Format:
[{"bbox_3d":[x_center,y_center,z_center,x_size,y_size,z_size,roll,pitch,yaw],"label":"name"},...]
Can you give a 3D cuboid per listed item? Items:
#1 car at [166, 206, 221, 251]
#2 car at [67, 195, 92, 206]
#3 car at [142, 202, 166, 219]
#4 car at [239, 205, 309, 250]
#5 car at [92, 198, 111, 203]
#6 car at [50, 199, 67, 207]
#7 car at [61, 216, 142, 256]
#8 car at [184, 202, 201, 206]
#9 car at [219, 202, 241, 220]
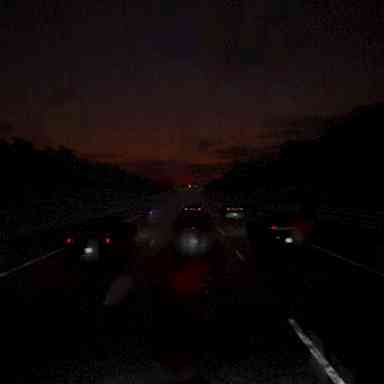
[{"bbox_3d":[0.068,1.578,14.552,1.837,1.490,4.892,0,0,0],"label":"car"},{"bbox_3d":[-17.573,1.504,53.504,2.150,2.045,5.566,0,0,0],"label":"car"},{"bbox_3d":[-3.429,1.682,30.802,1.812,1.442,4.674,0,0,0],"label":"car"},{"bbox_3d":[3.569,1.564,14.612,2.128,1.511,4.902,0,0,0],"label":"car"},{"bbox_3d":[-14.077,1.846,53.524,1.994,1.385,4.181,0,0,0],"label":"car"},{"bbox_3d":[-21.070,1.845,53.179,1.994,1.385,4.181,0,0,0],"label":"car"},{"bbox_3d":[-3.439,1.667,13.381,1.895,1.301,4.718,0,0,0],"label":"car"},{"bbox_3d":[0.065,1.643,29.812,2.128,1.511,4.902,0,0,0],"label":"car"},{"bbox_3d":[3.566,1.642,29.840,2.128,1.511,4.902,0,0,0],"label":"car"}]
